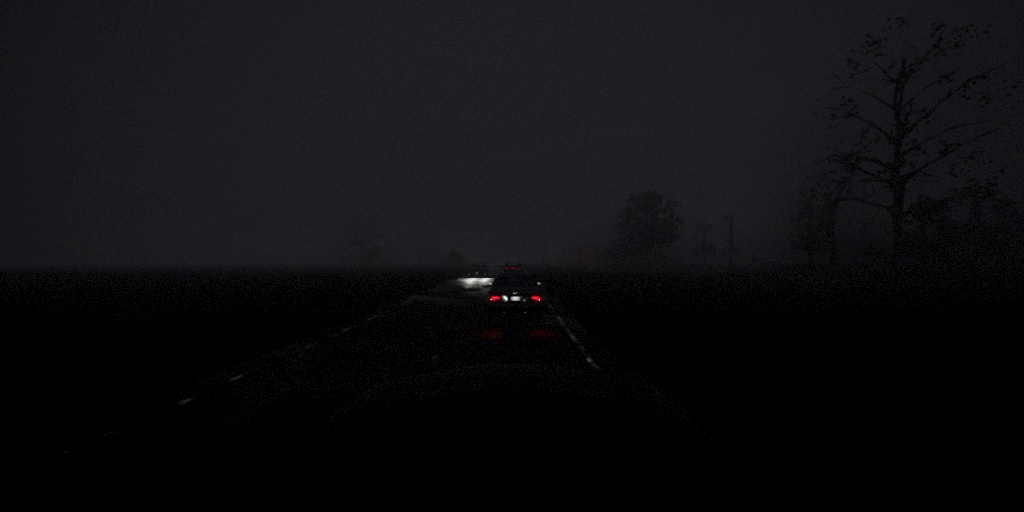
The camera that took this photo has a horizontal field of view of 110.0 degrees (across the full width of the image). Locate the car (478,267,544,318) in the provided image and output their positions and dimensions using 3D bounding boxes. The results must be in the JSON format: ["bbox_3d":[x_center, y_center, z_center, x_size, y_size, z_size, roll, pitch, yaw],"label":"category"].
[{"bbox_3d":[0.100,1.296,13.014,2.033,1.411,5.357,0,0,0],"label":"car"}]

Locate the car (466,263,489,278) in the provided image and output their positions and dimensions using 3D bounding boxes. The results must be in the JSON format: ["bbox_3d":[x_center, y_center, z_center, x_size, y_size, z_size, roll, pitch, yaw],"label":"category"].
[{"bbox_3d":[-3.094,1.307,33.732,1.994,1.385,4.181,0,0,0],"label":"car"}]

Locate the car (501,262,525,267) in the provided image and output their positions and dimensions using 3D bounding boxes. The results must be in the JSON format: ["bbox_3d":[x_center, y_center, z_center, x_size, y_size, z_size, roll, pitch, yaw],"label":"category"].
[{"bbox_3d":[0.101,1.237,31.543,2.128,1.511,4.902,0,0,0],"label":"car"}]
